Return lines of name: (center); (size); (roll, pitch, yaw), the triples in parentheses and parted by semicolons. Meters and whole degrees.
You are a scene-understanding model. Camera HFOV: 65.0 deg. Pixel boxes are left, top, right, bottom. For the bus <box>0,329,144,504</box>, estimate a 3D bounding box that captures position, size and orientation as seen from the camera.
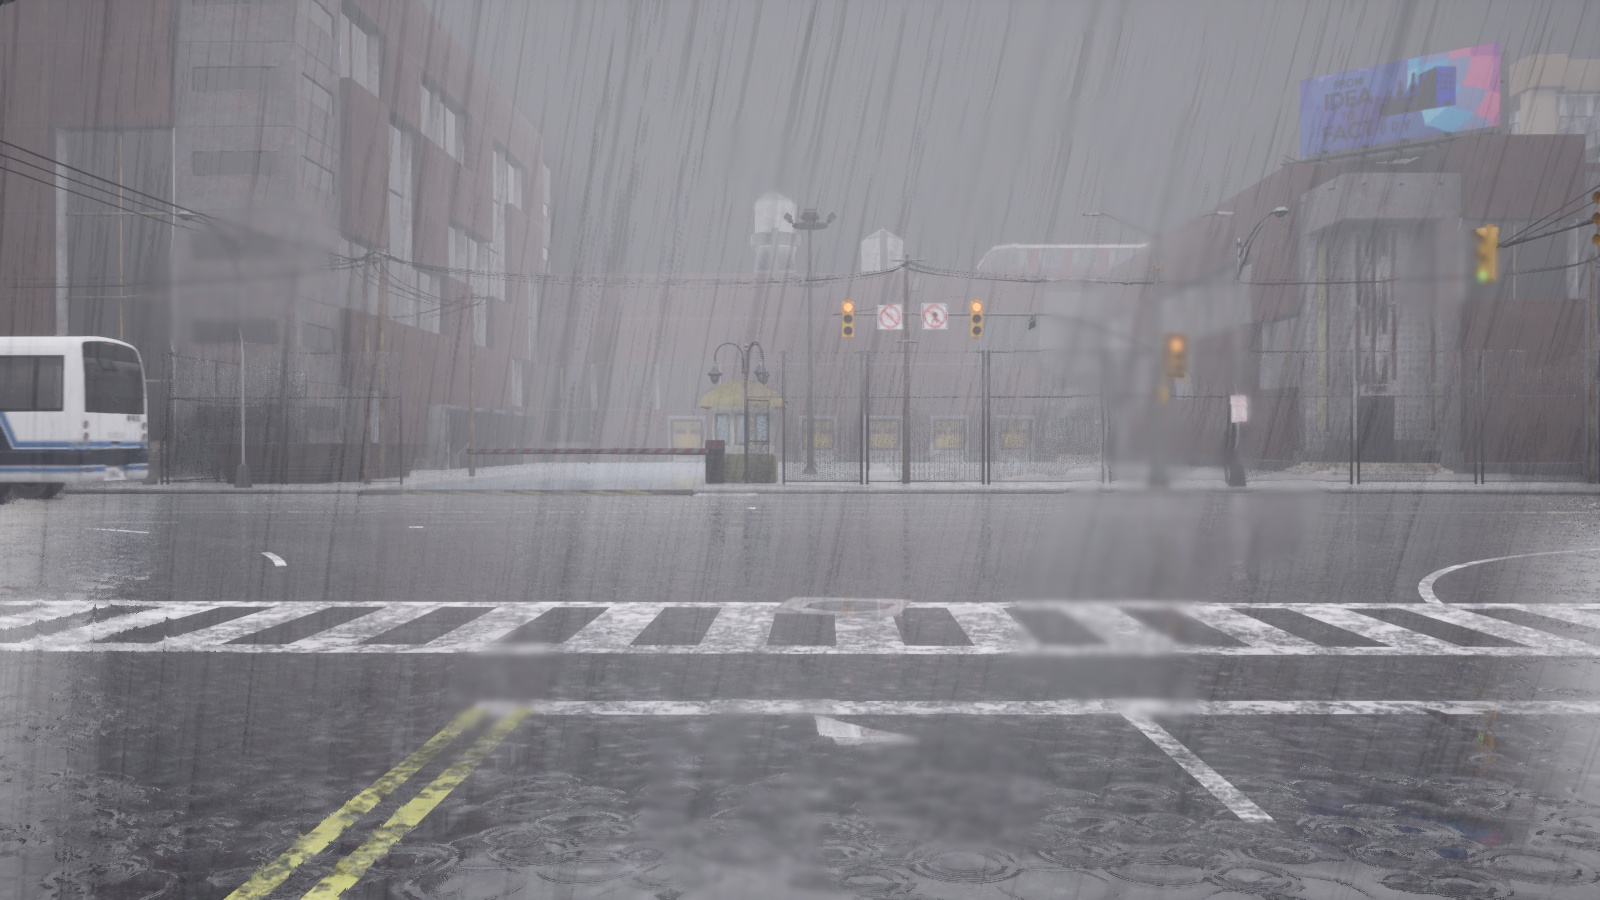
bus: (-23.259, -0.833, 32.717); (10.273, 4.253, 3.944); (0, 0, 1)
